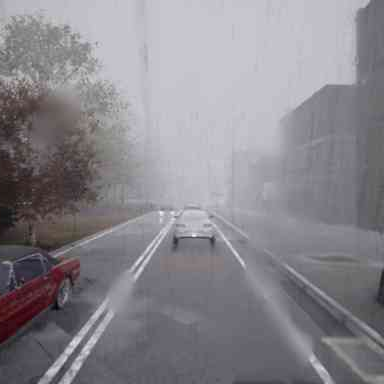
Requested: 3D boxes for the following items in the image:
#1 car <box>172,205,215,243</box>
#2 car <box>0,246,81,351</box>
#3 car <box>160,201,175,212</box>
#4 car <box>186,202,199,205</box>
[{"bbox_3d":[0.092,1.585,16.270,1.812,1.442,4.674,0,0,0],"label":"car"},{"bbox_3d":[-3.350,1.607,5.046,1.895,1.301,4.718,0,0,0],"label":"car"},{"bbox_3d":[-3.427,1.990,47.078,1.837,1.490,4.892,0,-1,0],"label":"car"},{"bbox_3d":[0.052,1.784,34.008,1.812,1.442,4.674,0,-1,0],"label":"car"}]
